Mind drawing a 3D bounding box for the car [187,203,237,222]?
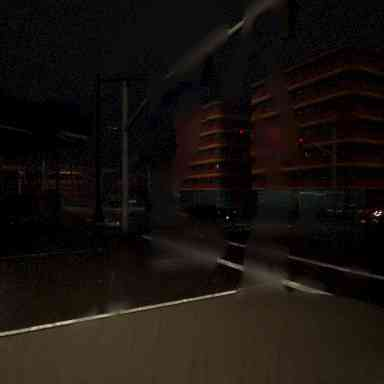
[{"bbox_3d":[1.543,1.601,26.803,1.895,1.301,4.718,0,0,-31],"label":"car"}]

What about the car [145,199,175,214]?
[{"bbox_3d":[-3.556,1.526,35.445,1.812,1.442,4.674,0,0,-30],"label":"car"}]

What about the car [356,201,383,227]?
[{"bbox_3d":[13.330,1.352,22.136,4.553,1.767,2.097,0,0,-13],"label":"car"}]

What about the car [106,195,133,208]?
[{"bbox_3d":[-10.439,1.506,47.131,1.837,1.490,4.892,0,0,-31],"label":"car"}]

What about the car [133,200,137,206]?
[{"bbox_3d":[-10.840,1.601,55.076,1.895,1.301,4.718,0,0,-31],"label":"car"}]
